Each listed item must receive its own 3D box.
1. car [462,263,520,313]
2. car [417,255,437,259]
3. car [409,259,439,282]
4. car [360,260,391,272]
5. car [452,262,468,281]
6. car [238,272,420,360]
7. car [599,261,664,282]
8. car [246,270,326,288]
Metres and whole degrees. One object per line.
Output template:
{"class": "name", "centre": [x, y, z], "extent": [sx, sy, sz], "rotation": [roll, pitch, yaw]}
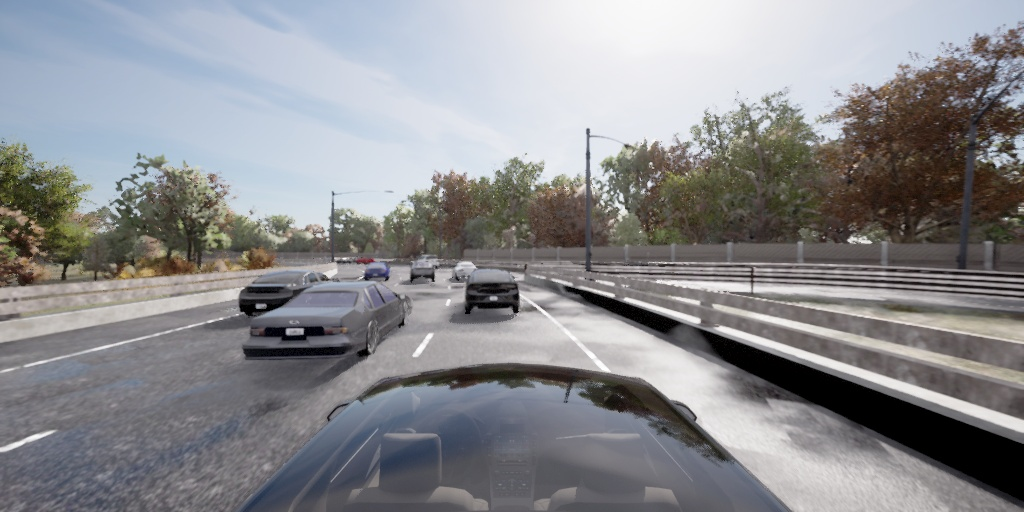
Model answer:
{"class": "car", "centre": [-0.857, 1.216, 14.023], "extent": [1.882, 1.535, 5.008], "rotation": [0, 0, -6]}
{"class": "car", "centre": [-12.448, 0.889, 52.381], "extent": [2.150, 2.045, 5.566], "rotation": [-1, 0, -30]}
{"class": "car", "centre": [-7.213, 1.230, 28.802], "extent": [2.128, 1.511, 4.902], "rotation": [0, 0, -15]}
{"class": "car", "centre": [-11.047, 1.274, 29.577], "extent": [1.812, 1.442, 4.674], "rotation": [0, 0, -16]}
{"class": "car", "centre": [-3.951, 1.255, 30.083], "extent": [1.812, 1.442, 4.674], "rotation": [0, 0, -15]}
{"class": "car", "centre": [-3.779, 1.300, 8.451], "extent": [2.033, 1.411, 5.357], "rotation": [0, 0, -4]}
{"class": "car", "centre": [8.897, 1.199, 27.215], "extent": [4.892, 1.490, 1.837], "rotation": [-4, -2, 40]}
{"class": "car", "centre": [-7.790, 1.263, 13.181], "extent": [1.837, 1.490, 4.892], "rotation": [0, 0, -6]}
